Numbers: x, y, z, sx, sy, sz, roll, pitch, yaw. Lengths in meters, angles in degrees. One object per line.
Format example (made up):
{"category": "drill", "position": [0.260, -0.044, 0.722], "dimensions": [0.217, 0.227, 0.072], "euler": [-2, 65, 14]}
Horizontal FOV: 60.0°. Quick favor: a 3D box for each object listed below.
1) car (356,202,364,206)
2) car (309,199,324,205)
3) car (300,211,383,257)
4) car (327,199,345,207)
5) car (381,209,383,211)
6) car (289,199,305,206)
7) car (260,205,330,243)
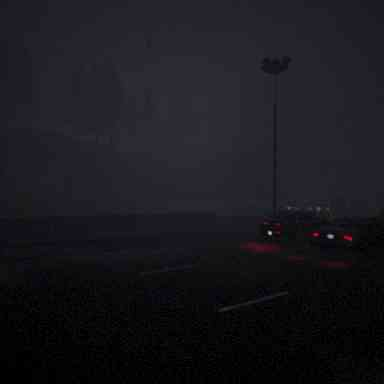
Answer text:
{"category": "car", "position": [29.106, 2.112, 57.960], "dimensions": [1.837, 1.490, 4.892], "euler": [0, 0, 36]}
{"category": "car", "position": [23.126, 2.105, 61.593], "dimensions": [1.812, 1.442, 4.674], "euler": [0, 0, 36]}
{"category": "car", "position": [6.955, 1.691, 13.680], "dimensions": [5.357, 1.411, 2.033], "euler": [1, 0, -40]}
{"category": "car", "position": [25.819, 1.811, 59.366], "dimensions": [2.150, 2.045, 5.566], "euler": [0, 0, 36]}
{"category": "car", "position": [17.421, 1.800, 27.921], "dimensions": [5.008, 1.535, 1.882], "euler": [0, 0, -45]}
{"category": "car", "position": [20.030, 2.041, 63.314], "dimensions": [1.882, 1.535, 5.008], "euler": [0, 0, 37]}
{"category": "car", "position": [5.482, 1.659, 17.020], "dimensions": [4.892, 1.490, 1.837], "euler": [0, 0, -40]}
